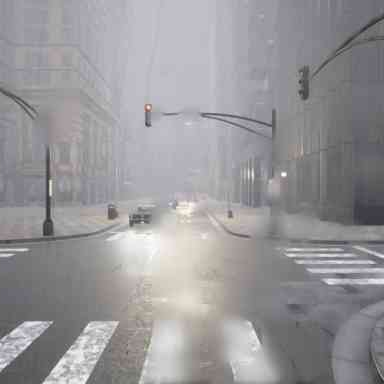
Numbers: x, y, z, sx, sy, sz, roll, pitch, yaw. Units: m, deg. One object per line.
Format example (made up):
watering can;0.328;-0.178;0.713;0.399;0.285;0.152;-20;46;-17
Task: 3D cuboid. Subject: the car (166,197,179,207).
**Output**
car;-3.086;1.531;53.125;1.812;1.442;4.674;0;0;0

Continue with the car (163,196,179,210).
car;-3.124;1.354;43.083;2.097;1.767;4.553;0;0;0

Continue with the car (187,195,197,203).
car;0.055;1.365;69.613;2.097;1.767;4.553;0;0;0

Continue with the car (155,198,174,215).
car;-3.115;1.564;33.082;1.994;1.385;4.181;0;0;0

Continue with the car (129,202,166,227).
car;-3.114;1.601;23.139;1.895;1.301;4.718;0;0;0
